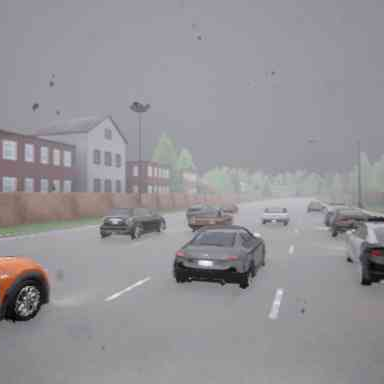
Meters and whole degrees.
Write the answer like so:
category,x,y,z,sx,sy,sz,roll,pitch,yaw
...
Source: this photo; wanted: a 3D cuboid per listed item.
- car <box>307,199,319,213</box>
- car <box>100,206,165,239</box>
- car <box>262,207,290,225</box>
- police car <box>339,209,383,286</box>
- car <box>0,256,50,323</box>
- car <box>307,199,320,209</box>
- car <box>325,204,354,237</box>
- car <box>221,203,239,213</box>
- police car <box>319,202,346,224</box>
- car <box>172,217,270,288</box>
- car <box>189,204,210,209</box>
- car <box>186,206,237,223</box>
category,x,y,z,sx,sy,sz,roll,pitch,yaw
car,16.195,1.981,43.648,1.994,1.385,4.181,-1,-1,19
car,-3.240,1.591,19.035,2.097,1.767,4.553,-1,-1,19
car,6.826,1.874,26.809,1.895,1.301,4.718,-1,-1,19
police car,5.588,1.506,9.483,1.930,1.638,5.238,-1,-1,19
car,-4.362,1.434,4.976,2.097,1.767,4.553,-1,-1,19
car,21.018,2.031,57.714,1.882,1.535,5.008,-1,-1,19
car,8.796,1.676,18.837,1.837,1.490,4.892,-1,-1,19
car,4.574,2.024,41.822,1.994,1.385,4.181,-1,-1,19
police car,10.777,1.652,24.617,1.930,1.638,5.238,-1,-1,19
car,0.980,1.673,9.759,1.994,1.385,4.181,-1,-1,19
car,0.901,1.862,31.114,1.837,1.490,4.892,-1,0,19
car,1.366,1.845,21.672,1.895,1.301,4.718,-1,-1,19
